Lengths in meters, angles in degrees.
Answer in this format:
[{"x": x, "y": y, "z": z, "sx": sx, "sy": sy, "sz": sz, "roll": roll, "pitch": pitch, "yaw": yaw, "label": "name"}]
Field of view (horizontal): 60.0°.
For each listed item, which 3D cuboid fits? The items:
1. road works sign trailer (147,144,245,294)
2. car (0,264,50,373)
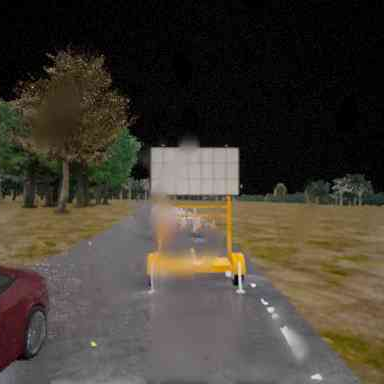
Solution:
[{"x": 0.073, "y": 0.516, "z": 8.963, "sx": 2.380, "sy": 3.560, "sz": 2.880, "roll": 0, "pitch": 0, "yaw": -2, "label": "road works sign trailer"}, {"x": -3.034, "y": 1.543, "z": 3.293, "sx": 1.812, "sy": 1.442, "sz": 4.674, "roll": 0, "pitch": 0, "yaw": 0, "label": "car"}]
